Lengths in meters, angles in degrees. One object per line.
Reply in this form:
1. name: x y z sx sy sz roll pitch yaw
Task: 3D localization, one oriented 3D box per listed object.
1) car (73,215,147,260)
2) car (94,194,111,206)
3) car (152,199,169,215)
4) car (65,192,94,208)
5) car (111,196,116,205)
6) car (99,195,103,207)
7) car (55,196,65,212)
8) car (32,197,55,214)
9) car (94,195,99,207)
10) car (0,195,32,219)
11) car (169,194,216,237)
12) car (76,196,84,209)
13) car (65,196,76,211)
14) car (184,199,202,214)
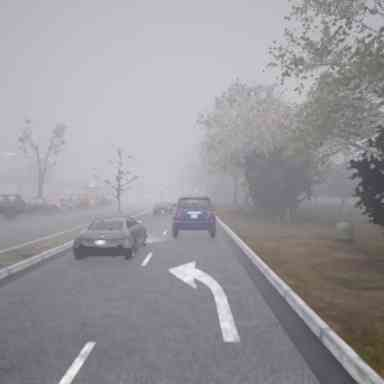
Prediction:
1. car: -2.893 1.562 12.515 1.994 1.385 4.181 0 0 0
2. car: -16.767 1.422 54.838 5.566 2.045 2.435 -1 0 -20
3. car: -2.888 1.647 34.872 1.895 1.301 4.718 0 0 0
4. car: -16.800 1.357 45.825 5.566 2.045 2.435 -1 0 -20
5. car: -16.694 1.443 57.874 5.566 2.045 2.435 -1 -1 -20
6. car: -16.748 1.691 51.840 4.674 1.452 2.002 -1 0 -20
7. car: -16.816 1.424 36.826 4.553 1.767 2.185 -1 -1 -20
8. car: -16.756 1.407 33.840 4.553 1.767 2.185 -1 0 -20
9. car: -16.939 1.628 48.773 5.366 1.575 1.946 -1 0 -20
10. car: -16.820 1.258 27.814 5.566 2.045 2.435 -1 0 -20
11. car: 0.110 1.219 18.162 2.150 2.045 5.566 0 0 0
12. car: -16.801 1.616 42.820 4.792 1.488 2.163 -1 0 -20
13. car: -16.786 1.569 39.836 4.892 1.521 2.231 -1 -1 -20
14. car: 0.119 1.559 36.526 1.837 1.490 4.892 0 0 0
